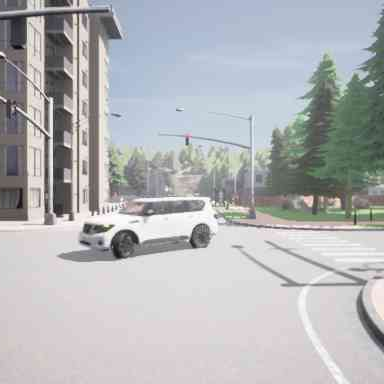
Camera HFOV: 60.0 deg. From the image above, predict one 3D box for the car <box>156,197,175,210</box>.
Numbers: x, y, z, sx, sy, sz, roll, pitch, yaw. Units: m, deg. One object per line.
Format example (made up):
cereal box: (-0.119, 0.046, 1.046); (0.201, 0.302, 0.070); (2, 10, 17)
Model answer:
car: (-3.406, 1.483, 43.527); (2.128, 1.511, 4.902); (0, 0, 1)

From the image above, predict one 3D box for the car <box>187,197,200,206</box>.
car: (0.225, 1.536, 55.778); (2.033, 1.411, 5.357); (0, 0, 0)

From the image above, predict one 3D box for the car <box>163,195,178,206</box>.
car: (-3.347, 1.342, 53.396); (2.097, 1.767, 4.553); (0, 0, 1)

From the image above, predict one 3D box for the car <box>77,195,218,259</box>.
car: (-1.496, 1.213, 12.936); (5.566, 2.045, 2.150); (0, -1, -38)

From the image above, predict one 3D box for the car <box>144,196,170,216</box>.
car: (-3.455, 1.345, 33.300); (2.097, 1.767, 4.553); (0, 0, 0)
